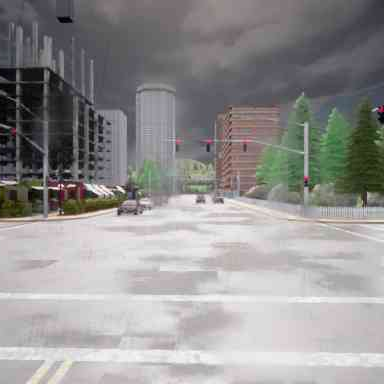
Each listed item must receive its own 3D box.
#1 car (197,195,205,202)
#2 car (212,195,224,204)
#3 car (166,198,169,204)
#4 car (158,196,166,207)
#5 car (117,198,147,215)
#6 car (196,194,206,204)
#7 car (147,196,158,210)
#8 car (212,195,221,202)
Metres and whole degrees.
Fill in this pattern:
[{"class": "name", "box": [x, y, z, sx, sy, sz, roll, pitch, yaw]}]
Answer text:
[{"class": "car", "box": [1.976, 1.327, 74.624, 1.837, 1.490, 4.892, 0, 0, 1]}, {"class": "car", "box": [5.255, 1.526, 65.670, 1.812, 1.442, 4.674, 0, 0, 1]}, {"class": "car", "box": [-5.415, 1.564, 61.648, 1.994, 1.385, 4.181, 0, 0, 2]}, {"class": "car", "box": [-5.687, 1.352, 51.726, 2.097, 1.767, 4.553, 0, 0, 1]}, {"class": "car", "box": [-6.162, 1.526, 33.631, 1.812, 1.442, 4.674, 0, 0, 2]}, {"class": "car", "box": [1.748, 1.601, 65.439, 1.895, 1.301, 4.718, 0, 0, 1]}, {"class": "car", "box": [-5.918, 1.526, 42.721, 1.812, 1.442, 4.674, 0, 0, 1]}, {"class": "car", "box": [5.476, 1.422, 74.566, 1.895, 1.301, 4.718, 0, 0, 1]}]
